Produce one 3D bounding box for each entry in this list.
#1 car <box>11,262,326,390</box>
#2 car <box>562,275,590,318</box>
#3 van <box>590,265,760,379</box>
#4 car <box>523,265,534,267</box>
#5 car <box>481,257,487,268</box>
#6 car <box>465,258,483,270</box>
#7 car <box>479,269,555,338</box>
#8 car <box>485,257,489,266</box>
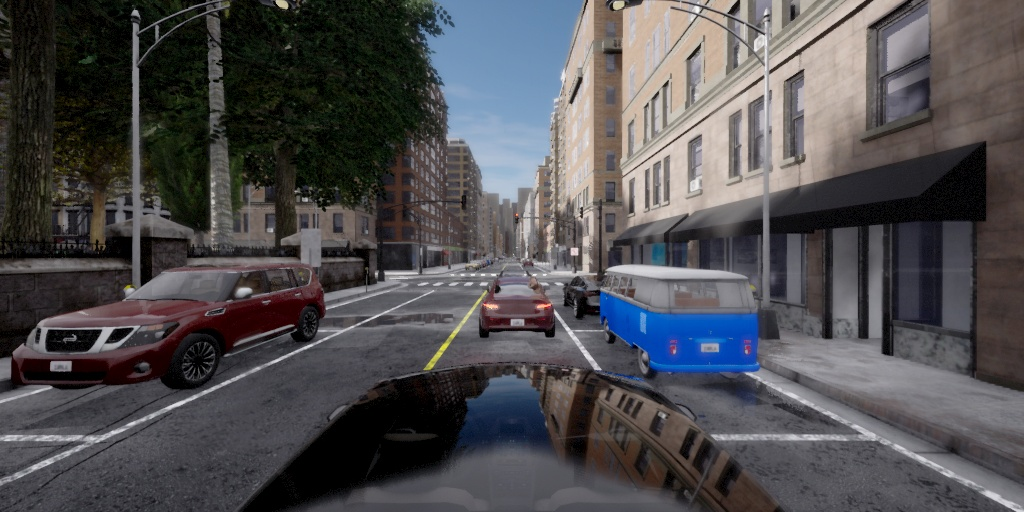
[{"bbox_3d":[-5.655,1.064,7.014,2.192,1.841,5.009,0,0,0],"label":"car"},{"bbox_3d":[2.884,1.313,12.693,1.948,1.339,4.313,0,0,0],"label":"car"},{"bbox_3d":[2.870,1.090,7.033,1.690,1.789,3.998,0,0,0],"label":"van"},{"bbox_3d":[0.119,1.345,18.896,1.895,1.301,4.718,0,0,-1],"label":"car"},{"bbox_3d":[-5.530,1.271,56.153,2.007,1.370,4.403,0,0,0],"label":"car"},{"bbox_3d":[-5.545,1.248,50.533,1.751,1.417,4.829,0,0,0],"label":"car"},{"bbox_3d":[0.126,1.274,10.074,1.812,1.442,4.674,0,0,0],"label":"car"},{"bbox_3d":[-5.517,1.265,61.605,1.888,1.381,4.507,0,0,0],"label":"car"}]
